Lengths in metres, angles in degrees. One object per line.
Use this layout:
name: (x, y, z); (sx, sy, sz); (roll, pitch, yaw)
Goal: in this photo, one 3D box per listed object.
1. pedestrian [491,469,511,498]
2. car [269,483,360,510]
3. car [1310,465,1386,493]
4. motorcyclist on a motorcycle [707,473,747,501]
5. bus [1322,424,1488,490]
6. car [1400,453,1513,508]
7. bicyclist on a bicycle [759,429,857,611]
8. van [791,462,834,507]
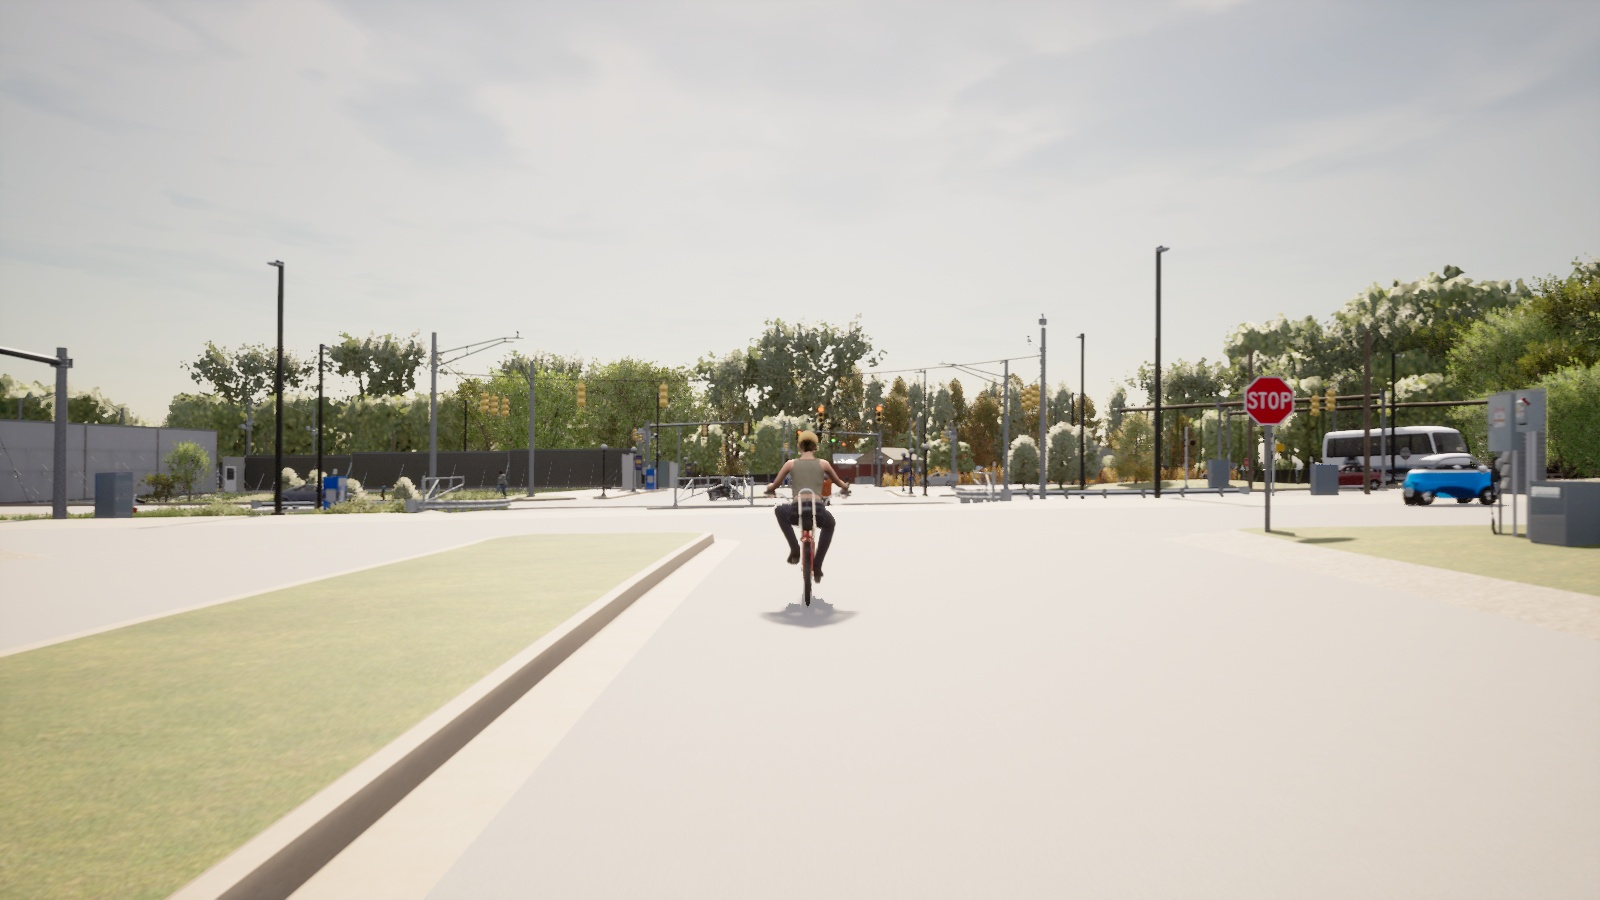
pedestrian: (-19.275, 2.153, 80.993); (0.874, 1.855, 0.900); (0, -1, 43)
car: (-26.466, 2.509, 68.527); (4.181, 1.385, 1.994); (0, -1, 1)
car: (32.698, 1.726, 74.947); (3.705, 1.549, 1.789); (-1, -1, 0)
motorcyclist on a motorcycle: (-4.396, 2.259, 75.891); (2.350, 1.649, 0.766); (0, -2, -33)
bus: (42.259, 0.626, 88.240); (3.944, 4.253, 10.273); (1, -3, -25)
car: (17.381, 0.798, 33.312); (2.207, 1.376, 1.481); (-1, -1, 0)
bicyclist on a bicycle: (0.086, 0.627, 11.932); (0.866, 1.612, 1.509); (0, 0, 1)
van: (0.523, 1.548, 57.989); (1.775, 1.987, 4.442); (-1, -1, -2)
